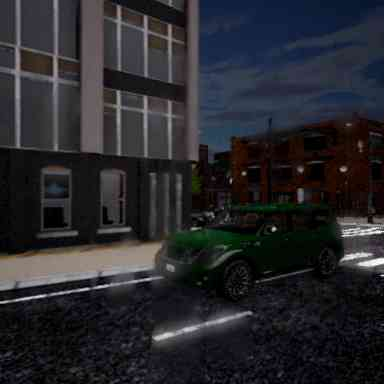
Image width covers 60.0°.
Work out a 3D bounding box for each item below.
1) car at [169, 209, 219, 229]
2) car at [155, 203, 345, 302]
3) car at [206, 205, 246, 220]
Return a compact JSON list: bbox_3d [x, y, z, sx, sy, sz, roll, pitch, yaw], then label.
[{"bbox_3d":[0.079,2.136,27.425,1.947,1.339,4.313,-1,0,-37],"label":"car"},{"bbox_3d":[1.787,1.332,8.831,5.566,2.045,2.150,1,-1,-36],"label":"car"},{"bbox_3d":[3.698,2.230,37.020,2.008,1.369,4.403,-1,0,-37],"label":"car"}]
